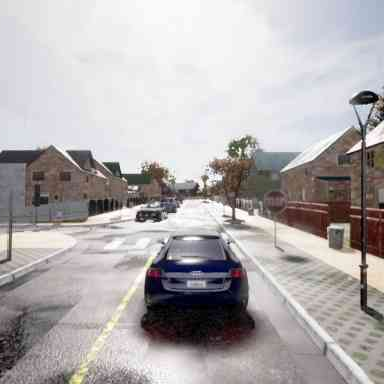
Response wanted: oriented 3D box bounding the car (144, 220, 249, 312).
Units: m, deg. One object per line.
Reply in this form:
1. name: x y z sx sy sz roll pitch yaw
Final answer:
1. car: 0.093 1.574 7.798 1.994 1.385 4.181 0 0 0

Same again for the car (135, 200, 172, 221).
1. car: -3.291 1.629 27.753 1.994 1.385 4.181 0 0 7

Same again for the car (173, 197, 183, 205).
1. car: -2.768 1.752 68.322 1.882 1.535 5.008 0 -1 0

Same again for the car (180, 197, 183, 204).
1. car: -2.837 1.666 51.633 1.837 1.490 4.892 0 -1 0

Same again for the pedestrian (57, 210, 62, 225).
1. pedestrian: -9.916 1.856 24.845 0.500 1.100 0.500 0 -2 5

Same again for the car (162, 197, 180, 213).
1. car: -2.854 1.451 39.020 2.097 1.767 4.553 0 0 0
